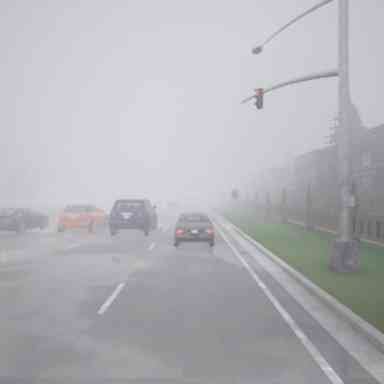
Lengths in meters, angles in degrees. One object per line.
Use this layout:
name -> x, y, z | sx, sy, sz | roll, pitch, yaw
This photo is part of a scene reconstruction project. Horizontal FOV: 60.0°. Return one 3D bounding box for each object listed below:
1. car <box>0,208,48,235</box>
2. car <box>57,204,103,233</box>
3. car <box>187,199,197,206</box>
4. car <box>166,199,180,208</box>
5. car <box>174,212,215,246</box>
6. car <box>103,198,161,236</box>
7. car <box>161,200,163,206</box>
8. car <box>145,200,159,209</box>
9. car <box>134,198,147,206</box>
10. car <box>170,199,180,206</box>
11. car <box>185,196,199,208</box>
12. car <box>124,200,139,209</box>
car -> -10.399, 1.683, 20.044 | 2.128, 1.511, 4.902 | 0, -1, 0
car -> -6.899, 1.558, 21.546 | 2.097, 1.767, 4.553 | 0, -1, 0
car -> -0.001, 2.151, 68.274 | 1.994, 1.385, 4.181 | 0, -1, 0
car -> -3.501, 2.029, 57.855 | 1.882, 1.535, 5.008 | 0, -1, 0
car -> 0.100, 1.703, 16.204 | 2.033, 1.411, 5.357 | 0, -1, 0
car -> -3.398, 1.412, 19.962 | 2.150, 2.045, 5.566 | 0, -1, 0
car -> -7.001, 2.089, 68.275 | 1.994, 1.385, 4.181 | 0, -1, 0
car -> -7.001, 2.156, 58.300 | 1.895, 1.301, 4.718 | 0, -1, 0
car -> -10.501, 1.975, 68.276 | 1.882, 1.535, 5.008 | 0, -1, 0
car -> -3.501, 2.192, 68.304 | 1.895, 1.301, 4.718 | 0, -1, 0
car -> -0.001, 1.773, 57.887 | 2.150, 2.045, 5.566 | 0, -1, 0
car -> -10.501, 2.080, 58.271 | 1.812, 1.442, 4.674 | 0, -1, 0
